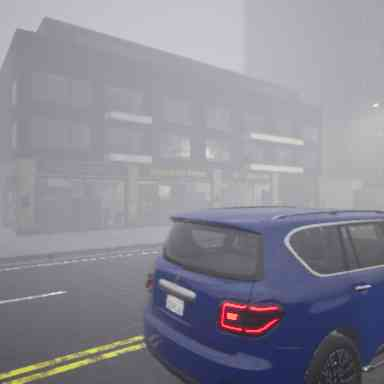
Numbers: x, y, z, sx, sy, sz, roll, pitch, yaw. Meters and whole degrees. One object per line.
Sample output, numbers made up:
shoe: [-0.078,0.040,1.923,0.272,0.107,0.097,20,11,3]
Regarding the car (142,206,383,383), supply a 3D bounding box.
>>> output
car: [2.008,1.236,4.868,5.566,2.045,2.150,1,0,-35]
